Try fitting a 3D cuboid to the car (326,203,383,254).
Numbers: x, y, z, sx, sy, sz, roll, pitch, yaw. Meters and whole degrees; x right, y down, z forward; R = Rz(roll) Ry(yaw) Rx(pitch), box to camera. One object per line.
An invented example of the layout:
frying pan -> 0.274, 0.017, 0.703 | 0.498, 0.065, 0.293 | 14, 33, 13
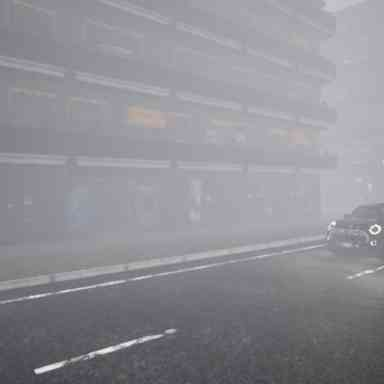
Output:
car -> 7.271, 1.260, 13.076 | 4.553, 1.767, 2.097 | -1, 0, -37
